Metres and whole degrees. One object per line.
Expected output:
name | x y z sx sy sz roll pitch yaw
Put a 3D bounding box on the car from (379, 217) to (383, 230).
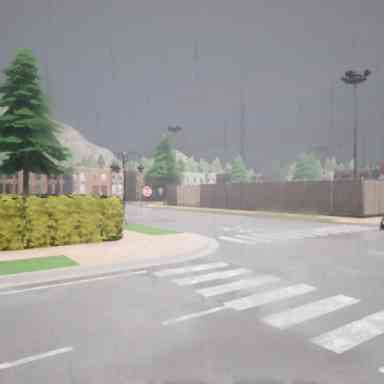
car | 12.814 1.536 18.452 4.902 1.511 2.128 -1 1 -15
